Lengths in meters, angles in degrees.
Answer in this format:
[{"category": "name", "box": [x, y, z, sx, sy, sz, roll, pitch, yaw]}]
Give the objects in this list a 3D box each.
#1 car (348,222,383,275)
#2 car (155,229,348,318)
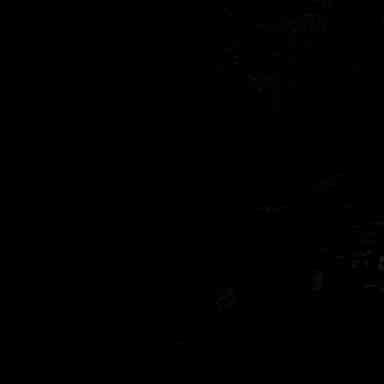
[{"category": "car", "box": [5.954, 1.670, 10.806, 4.403, 1.369, 2.008, 1, 0, -36]}, {"category": "car", "box": [1.328, 1.602, 7.505, 4.507, 1.381, 1.887, 1, 0, -36]}]
